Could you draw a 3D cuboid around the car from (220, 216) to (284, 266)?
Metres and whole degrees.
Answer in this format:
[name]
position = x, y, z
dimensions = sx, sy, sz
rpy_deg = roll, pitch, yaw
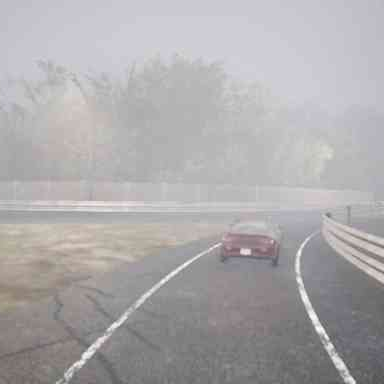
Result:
[car]
position = 2.242, 1.586, 11.912
dimensions = 1.812, 1.442, 4.674
rpy_deg = 0, 0, 17
